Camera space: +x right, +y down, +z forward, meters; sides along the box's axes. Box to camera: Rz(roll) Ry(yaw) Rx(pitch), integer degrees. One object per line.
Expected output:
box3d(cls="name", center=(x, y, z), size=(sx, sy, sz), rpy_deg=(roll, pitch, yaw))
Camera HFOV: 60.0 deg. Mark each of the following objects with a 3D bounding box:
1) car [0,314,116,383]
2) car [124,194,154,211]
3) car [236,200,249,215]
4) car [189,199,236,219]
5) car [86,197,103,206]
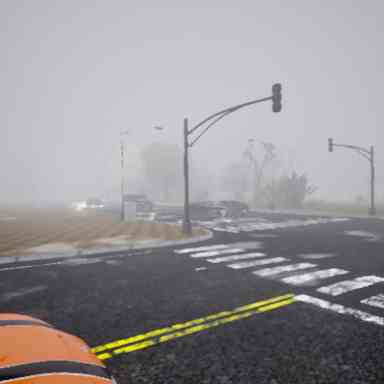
box3d(cls="car", center=(-2.577, 1.352, 1.603), size=(4.553, 1.767, 2.097), rpy_deg=(0, 0, -35))
box3d(cls="car", center=(-6.835, 1.282, 42.131), size=(2.150, 2.045, 5.566), rpy_deg=(-1, 1, -33))
box3d(cls="car", center=(3.511, 1.501, 32.533), size=(1.837, 1.490, 4.892), rpy_deg=(-1, 0, -33))
box3d(cls="car", center=(1.296, 1.539, 29.600), size=(2.128, 1.511, 4.902), rpy_deg=(-1, 1, -33))
box3d(cls="car", center=(-16.917, 1.639, 57.852), size=(1.994, 1.385, 4.181), rpy_deg=(-1, 0, -33))
